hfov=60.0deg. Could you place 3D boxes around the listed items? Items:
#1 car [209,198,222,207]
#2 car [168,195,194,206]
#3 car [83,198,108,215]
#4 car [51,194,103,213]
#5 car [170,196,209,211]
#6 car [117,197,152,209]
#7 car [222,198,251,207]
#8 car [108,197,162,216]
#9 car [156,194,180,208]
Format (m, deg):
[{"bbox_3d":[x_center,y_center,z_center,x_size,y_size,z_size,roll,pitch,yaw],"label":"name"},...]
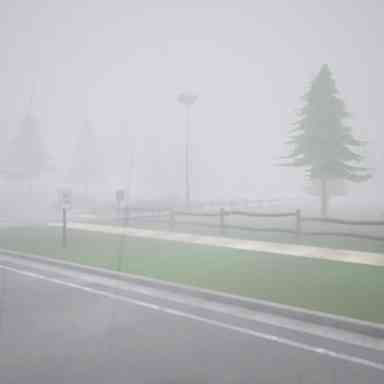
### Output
[{"bbox_3d":[4.022,1.623,53.238,2.033,1.411,5.357,0,0,35],"label":"car"},{"bbox_3d":[-1.820,1.447,57.091,2.097,1.767,4.553,0,0,35],"label":"car"},{"bbox_3d":[-8.826,1.640,34.996,1.994,1.385,4.181,0,0,35],"label":"car"},{"bbox_3d":[-13.954,1.316,39.860,2.150,2.045,5.566,0,0,35],"label":"car"},{"bbox_3d":[-0.249,1.592,41.104,1.812,1.442,4.674,0,0,35],"label":"car"},{"bbox_3d":[-8.227,1.573,48.022,1.882,1.535,5.008,0,0,35],"label":"car"},{"bbox_3d":[7.261,1.613,51.749,2.033,1.411,5.357,0,0,35],"label":"car"},{"bbox_3d":[-5.618,1.544,33.473,1.882,1.535,5.008,0,0,35],"label":"car"},{"bbox_3d":[-3.471,1.296,42.615,2.150,2.045,5.566,0,0,35],"label":"car"}]
